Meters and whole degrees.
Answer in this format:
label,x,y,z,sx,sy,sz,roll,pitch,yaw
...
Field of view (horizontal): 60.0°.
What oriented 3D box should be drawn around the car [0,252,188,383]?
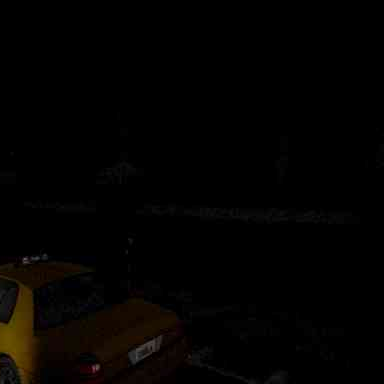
label,x,y,z,sx,sy,sz,roll,pitch,yaw
car,-2.333,1.525,4.625,4.829,1.417,1.752,0,0,35
